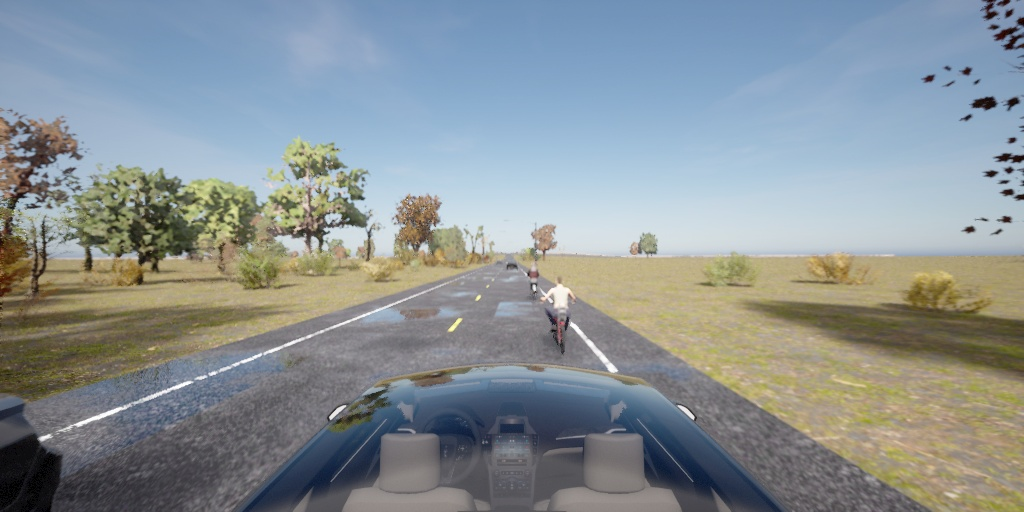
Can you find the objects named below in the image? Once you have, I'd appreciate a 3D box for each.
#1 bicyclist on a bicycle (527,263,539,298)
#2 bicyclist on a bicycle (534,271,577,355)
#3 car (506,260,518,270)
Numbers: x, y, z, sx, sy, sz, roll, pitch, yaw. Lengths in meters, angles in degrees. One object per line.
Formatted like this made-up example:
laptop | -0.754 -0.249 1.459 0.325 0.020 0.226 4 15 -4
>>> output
bicyclist on a bicycle | 1.009 1.210 17.084 0.659 1.776 1.843 0 0 0
bicyclist on a bicycle | 1.025 1.221 7.817 0.866 1.612 1.509 0 -1 0
car | 0.012 1.592 63.204 1.882 1.535 5.008 0 -1 0
